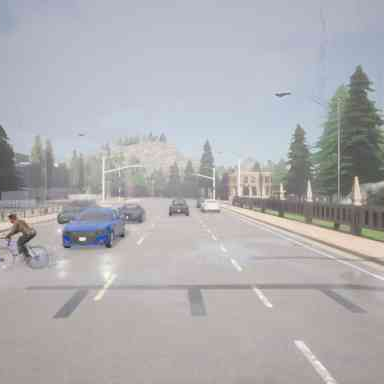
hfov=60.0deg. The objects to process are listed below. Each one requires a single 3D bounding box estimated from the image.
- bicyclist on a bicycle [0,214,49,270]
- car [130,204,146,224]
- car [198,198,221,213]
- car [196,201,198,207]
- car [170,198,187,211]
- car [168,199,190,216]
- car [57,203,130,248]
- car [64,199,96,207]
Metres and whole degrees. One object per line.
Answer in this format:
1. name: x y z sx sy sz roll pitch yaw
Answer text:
1. bicyclist on a bicycle: -4.991 1.455 9.620 1.656 1.620 0.582 -2 0 -3
2. car: -4.545 1.564 24.548 1.994 1.385 4.181 0 0 -2
3. car: 2.017 1.526 37.190 1.812 1.442 4.674 0 0 -3
4. car: 1.602 1.547 46.767 2.033 1.411 5.357 0 0 -3
5. car: -1.719 1.547 42.523 2.033 1.411 5.357 0 0 -3
6. car: -1.265 1.492 32.306 2.128 1.511 4.902 0 0 -2
7. car: -4.198 1.478 14.910 1.882 1.535 5.008 0 0 -3
8. car: -8.029 1.351 24.083 2.097 1.767 4.553 0 0 -2
